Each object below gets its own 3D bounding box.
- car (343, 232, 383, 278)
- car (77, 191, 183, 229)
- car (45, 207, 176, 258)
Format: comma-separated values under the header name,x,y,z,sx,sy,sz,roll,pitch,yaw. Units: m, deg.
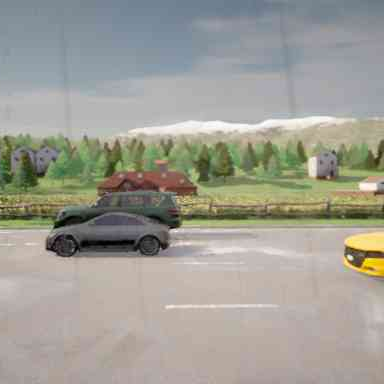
name,x,y,z,sx,sy,sz,roll,pitch,yaw
car,6.371,1.330,8.210,5.008,1.535,1.882,0,1,-1
car,-3.207,0.996,15.023,5.566,2.045,2.150,0,1,-1
car,-2.778,1.391,11.537,4.181,1.385,1.994,0,1,-1
